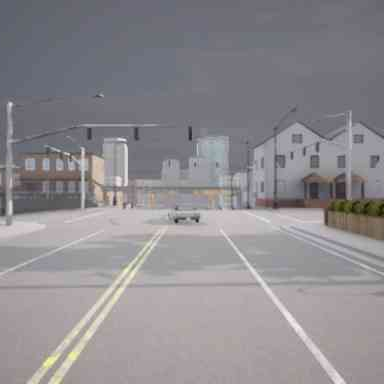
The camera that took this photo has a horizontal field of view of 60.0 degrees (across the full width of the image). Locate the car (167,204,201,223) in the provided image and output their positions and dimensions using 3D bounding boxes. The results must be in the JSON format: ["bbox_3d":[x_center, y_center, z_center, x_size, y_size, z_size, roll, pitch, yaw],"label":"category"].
[{"bbox_3d":[-0.723,1.628,26.045,1.895,1.301,4.718,0,0,-12],"label":"car"}]
